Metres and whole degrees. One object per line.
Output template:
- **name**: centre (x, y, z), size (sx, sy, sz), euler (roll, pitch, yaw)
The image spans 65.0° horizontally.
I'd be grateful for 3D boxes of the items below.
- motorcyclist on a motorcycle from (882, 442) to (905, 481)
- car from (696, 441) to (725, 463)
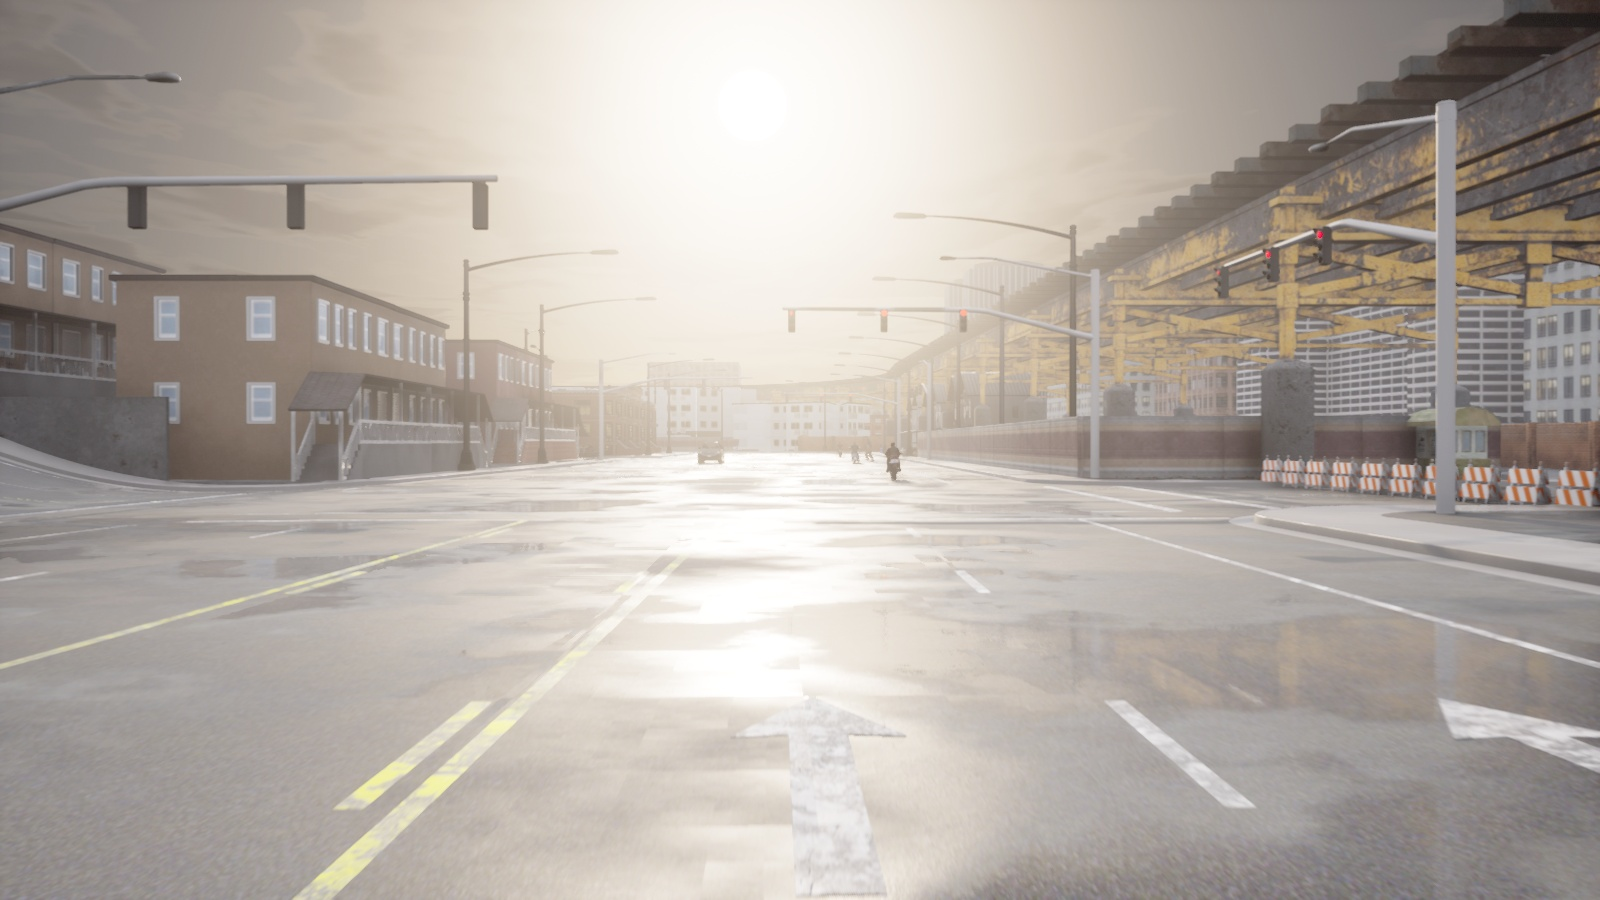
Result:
- **motorcyclist on a motorcycle**: centre (3.779, 0.446, 50.787), size (0.797, 1.523, 2.044), euler (0, 0, 0)
- **car**: centre (-6.508, 0.124, 91.830), size (1.851, 1.617, 3.988), euler (0, 0, 0)
